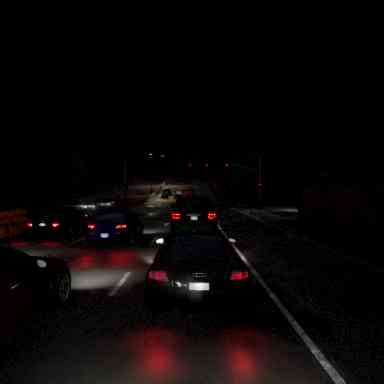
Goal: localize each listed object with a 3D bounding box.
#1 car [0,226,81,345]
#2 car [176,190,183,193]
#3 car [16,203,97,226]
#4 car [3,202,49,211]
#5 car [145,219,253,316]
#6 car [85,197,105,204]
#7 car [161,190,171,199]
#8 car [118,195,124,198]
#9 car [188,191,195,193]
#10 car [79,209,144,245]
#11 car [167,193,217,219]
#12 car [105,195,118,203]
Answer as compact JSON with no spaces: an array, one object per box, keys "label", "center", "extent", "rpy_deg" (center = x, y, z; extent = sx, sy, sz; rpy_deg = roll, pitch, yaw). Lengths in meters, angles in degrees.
[{"label":"car","center":[-3.407,1.526,5.032],"extent":[1.812,1.442,4.674],"rpy_deg":[0,0,0]},{"label":"car","center":[-3.661,1.070,87.119],"extent":[1.812,1.442,4.674],"rpy_deg":[0,3,0]},{"label":"car","center":[-6.902,1.547,17.756],"extent":[2.033,1.411,5.357],"rpy_deg":[0,0,-1]},{"label":"car","center":[-13.379,1.547,28.115],"extent":[2.033,1.411,5.357],"rpy_deg":[0,0,20]},{"label":"car","center":[0.101,1.564,7.618],"extent":[1.994,1.385,4.181],"rpy_deg":[0,0,-1]},{"label":"car","center":[-17.599,1.601,59.453],"extent":[1.895,1.301,4.718],"rpy_deg":[0,0,0]},{"label":"car","center":[-7.161,1.070,87.097],"extent":[1.812,1.442,4.674],"rpy_deg":[0,3,0]},{"label":"car","center":[-17.617,1.453,79.924],"extent":[1.895,1.301,4.718],"rpy_deg":[0,1,0]},{"label":"car","center":[-0.130,1.273,82.161],"extent":[1.882,1.535,5.008],"rpy_deg":[0,2,0]},{"label":"car","center":[-3.410,1.526,15.305],"extent":[1.812,1.442,4.674],"rpy_deg":[0,0,0]},{"label":"car","center":[0.089,1.221,17.022],"extent":[2.150,2.045,5.566],"rpy_deg":[0,0,0]},{"label":"car","center":[-17.556,1.595,69.650],"extent":[1.895,1.301,4.718],"rpy_deg":[0,0,0]}]
